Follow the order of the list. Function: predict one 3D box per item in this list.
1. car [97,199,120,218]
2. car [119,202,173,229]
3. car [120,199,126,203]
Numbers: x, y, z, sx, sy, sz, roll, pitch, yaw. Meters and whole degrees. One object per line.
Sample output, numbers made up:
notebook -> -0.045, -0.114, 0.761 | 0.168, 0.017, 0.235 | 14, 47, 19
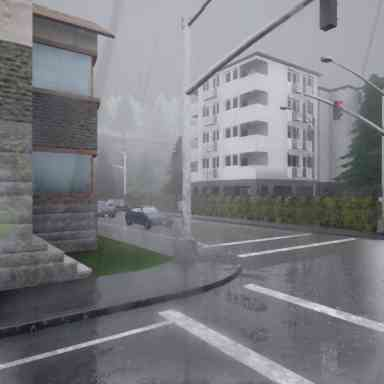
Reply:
car -> -8.910, 1.528, 31.450 | 2.097, 1.767, 4.553 | 0, 0, -35
car -> -3.128, 1.702, 23.316 | 1.812, 1.442, 4.674 | 0, 0, -36
car -> -8.777, 1.528, 37.599 | 2.097, 1.767, 4.553 | 0, 0, -35
